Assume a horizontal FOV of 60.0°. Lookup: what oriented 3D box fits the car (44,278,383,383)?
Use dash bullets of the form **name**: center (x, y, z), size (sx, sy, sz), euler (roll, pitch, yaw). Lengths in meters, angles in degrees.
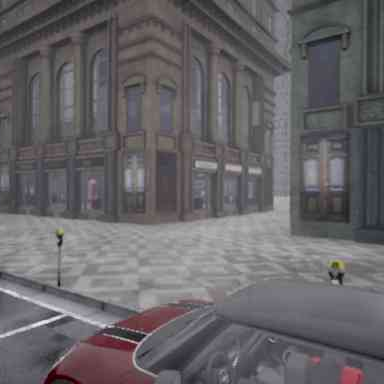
- **car**: center (0.656, 1.437, 2.492), size (4.097, 1.590, 1.967), euler (0, 0, 35)
